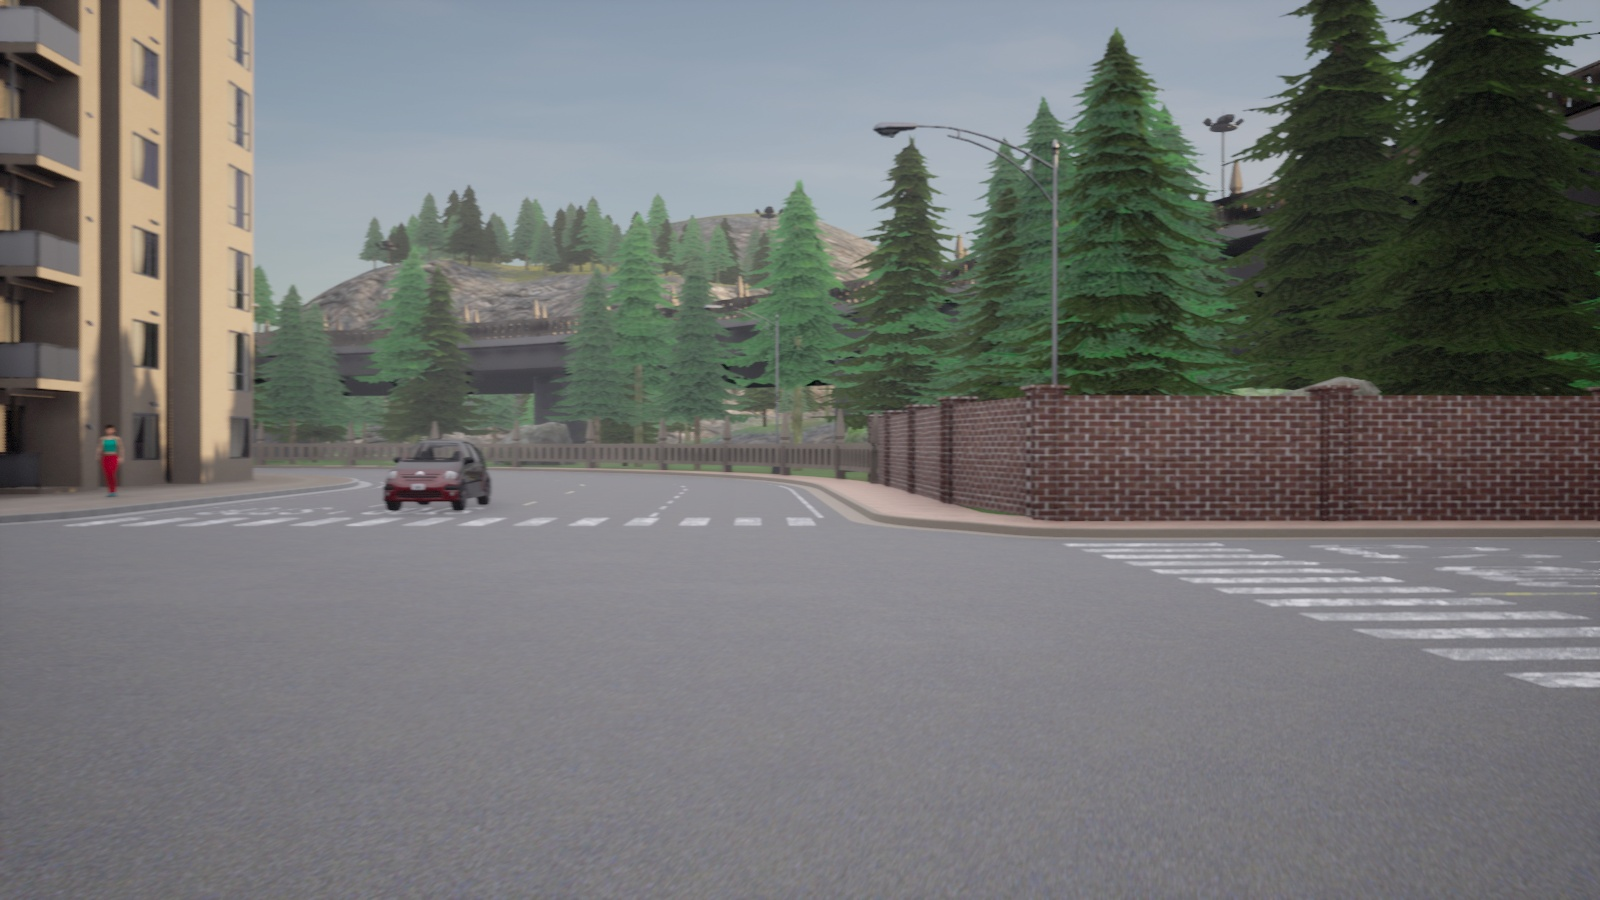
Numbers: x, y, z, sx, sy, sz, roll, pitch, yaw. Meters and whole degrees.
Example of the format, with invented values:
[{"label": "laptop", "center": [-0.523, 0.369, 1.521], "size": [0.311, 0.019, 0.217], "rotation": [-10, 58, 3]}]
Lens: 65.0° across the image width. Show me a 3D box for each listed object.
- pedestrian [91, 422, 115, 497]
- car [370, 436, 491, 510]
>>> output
[{"label": "pedestrian", "center": [-17.254, 0.226, 31.095], "size": [0.345, 1.836, 0.594], "rotation": [0, 0, -9]}, {"label": "car", "center": [-8.594, 0.502, 29.544], "size": [1.851, 1.617, 3.988], "rotation": [0, 0, -3]}]
